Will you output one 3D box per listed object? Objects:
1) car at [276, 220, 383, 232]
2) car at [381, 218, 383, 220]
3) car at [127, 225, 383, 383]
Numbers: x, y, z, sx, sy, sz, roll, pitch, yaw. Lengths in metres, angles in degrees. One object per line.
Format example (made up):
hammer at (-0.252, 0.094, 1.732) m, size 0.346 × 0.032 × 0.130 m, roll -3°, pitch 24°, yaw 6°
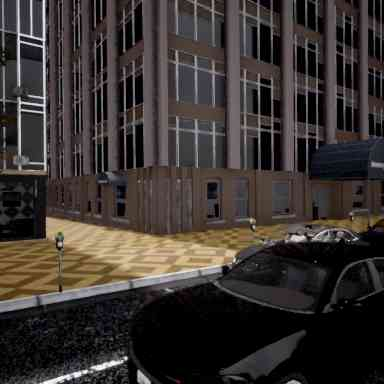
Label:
car at (2.964, 1.550, 8.694) m, size 4.403 × 1.369 × 2.008 m, roll 0°, pitch -1°, yaw -36°
car at (7.588, 1.564, 11.999) m, size 4.313 × 1.339 × 1.947 m, roll 0°, pitch -1°, yaw -36°
car at (1.589, 1.477, 4.521) m, size 5.008 × 1.535 × 1.882 m, roll 0°, pitch 0°, yaw -36°
